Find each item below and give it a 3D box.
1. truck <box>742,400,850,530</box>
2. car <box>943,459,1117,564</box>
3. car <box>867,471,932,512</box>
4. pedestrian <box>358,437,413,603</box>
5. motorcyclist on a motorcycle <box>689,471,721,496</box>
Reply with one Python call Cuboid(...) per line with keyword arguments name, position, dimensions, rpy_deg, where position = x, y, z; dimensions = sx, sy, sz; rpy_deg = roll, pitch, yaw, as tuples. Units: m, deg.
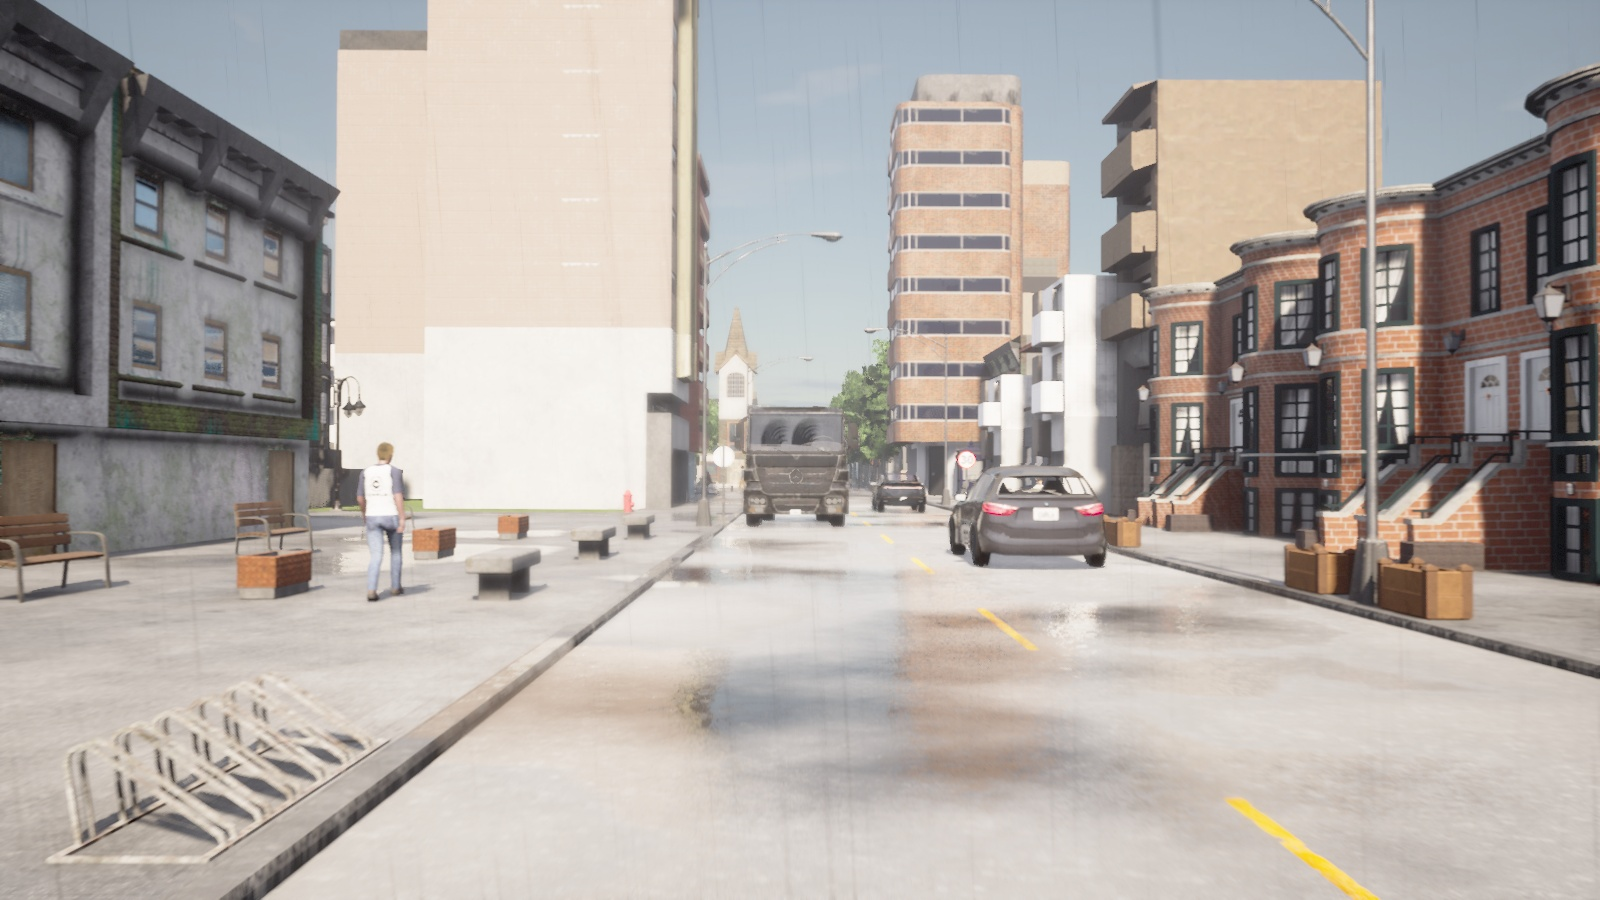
Cuboid(name="truck", position=(-0.116, 0.464, 37.672), dimensions=(2.891, 3.462, 7.936), rpy_deg=(0, -1, 0))
Cuboid(name="car", position=(3.946, 1.018, 22.419), dimensions=(2.242, 1.667, 4.611), rpy_deg=(0, -1, 0))
Cuboid(name="car", position=(3.841, 1.579, 49.200), dimensions=(2.128, 1.511, 4.902), rpy_deg=(0, -1, 0))
Cuboid(name="pedestrian", position=(-4.684, 0.781, 14.222), dimensions=(0.354, 1.836, 0.706), rpy_deg=(0, -1, 3))
Cuboid(name="motorcyclist on a motorcycle", position=(-6.036, 2.130, 79.800), dimensions=(1.817, 1.590, 0.866), rpy_deg=(0, 0, 13))
